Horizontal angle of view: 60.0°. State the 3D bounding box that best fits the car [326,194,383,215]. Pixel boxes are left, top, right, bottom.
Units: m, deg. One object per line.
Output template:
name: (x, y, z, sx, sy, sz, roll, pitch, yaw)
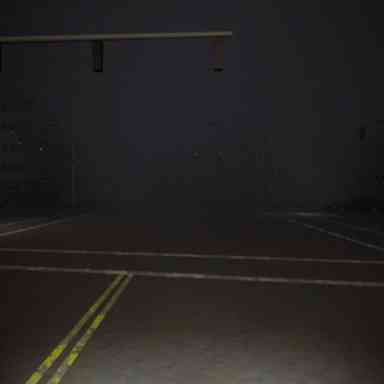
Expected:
car: (14.900, 1.216, 30.387, 5.008, 1.535, 1.882, -1, 0, 1)
